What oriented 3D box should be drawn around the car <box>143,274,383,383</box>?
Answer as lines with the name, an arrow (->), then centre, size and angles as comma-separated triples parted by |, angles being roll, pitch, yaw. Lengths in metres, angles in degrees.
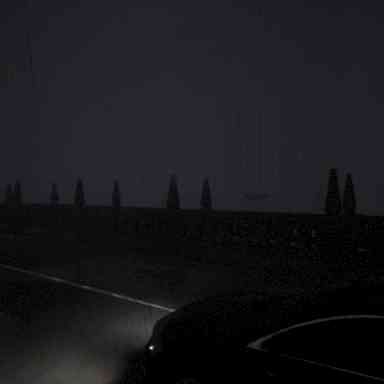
car -> 1.742, 1.505, 2.760 | 4.892, 1.490, 1.837 | 0, 0, 35
